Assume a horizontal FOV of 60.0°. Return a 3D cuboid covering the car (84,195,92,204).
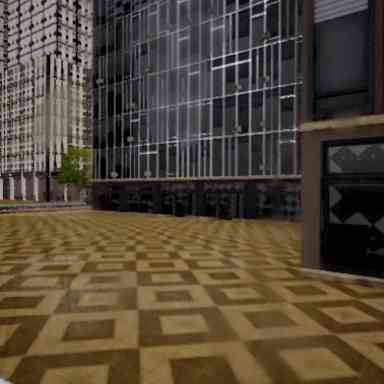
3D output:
[{"bbox_3d":[-15.226,1.027,54.634,2.192,1.841,5.009,0,0,35],"label":"car"}]
